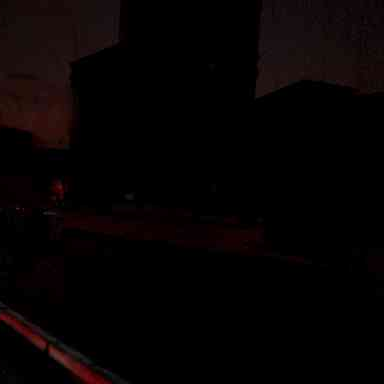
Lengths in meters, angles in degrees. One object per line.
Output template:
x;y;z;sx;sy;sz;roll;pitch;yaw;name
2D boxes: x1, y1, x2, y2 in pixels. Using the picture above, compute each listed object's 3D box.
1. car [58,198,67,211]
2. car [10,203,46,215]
-18.273;2.043;51.824;2.150;2.045;5.566;5;-1;19;car
-19.815;2.008;40.528;2.033;1.411;5.357;4;-1;3;car
